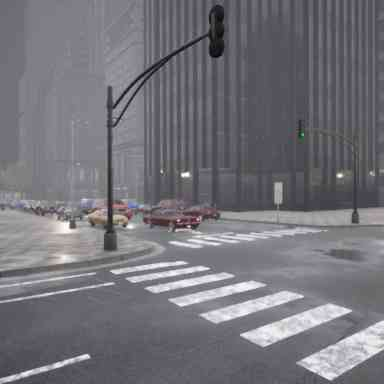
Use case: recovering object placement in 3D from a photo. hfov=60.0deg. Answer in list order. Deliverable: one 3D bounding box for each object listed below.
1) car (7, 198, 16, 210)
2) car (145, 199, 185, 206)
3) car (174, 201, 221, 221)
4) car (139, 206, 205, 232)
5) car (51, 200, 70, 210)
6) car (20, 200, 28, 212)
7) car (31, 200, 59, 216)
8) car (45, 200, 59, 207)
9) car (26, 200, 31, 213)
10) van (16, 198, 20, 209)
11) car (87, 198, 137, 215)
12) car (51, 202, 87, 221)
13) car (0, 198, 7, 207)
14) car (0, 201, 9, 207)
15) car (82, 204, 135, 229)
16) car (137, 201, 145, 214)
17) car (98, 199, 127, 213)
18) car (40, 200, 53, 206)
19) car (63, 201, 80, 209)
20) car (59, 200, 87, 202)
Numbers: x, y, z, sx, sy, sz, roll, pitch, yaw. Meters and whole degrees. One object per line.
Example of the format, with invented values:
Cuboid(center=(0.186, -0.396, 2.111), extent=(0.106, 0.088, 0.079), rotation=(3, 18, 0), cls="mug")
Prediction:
Cuboid(center=(-31.871, 2.350, 60.561), extent=(1.967, 1.590, 4.097), rotation=(-1, 0, -35), cls="car")
Cuboid(center=(-2.298, 1.661, 33.638), extent=(2.192, 1.841, 5.009), rotation=(-1, 0, -35), cls="car")
Cuboid(center=(0.647, 1.821, 29.486), extent=(1.887, 1.381, 4.507), rotation=(-1, 0, -35), cls="car")
Cuboid(center=(-1.458, 1.842, 22.336), extent=(1.895, 1.301, 4.718), rotation=(0, -1, -35), cls="car")
Cuboid(center=(-22.976, 2.265, 58.005), extent=(1.882, 1.535, 5.008), rotation=(0, -1, -35), cls="car")
Cuboid(center=(-23.283, 2.153, 48.463), extent=(1.967, 1.590, 4.097), rotation=(-1, 0, -35), cls="car")
Cuboid(center=(-17.631, 1.897, 40.495), extent=(2.192, 1.841, 5.009), rotation=(-1, 0, -35), cls="car")
Cuboid(center=(-31.648, 2.587, 74.979), extent=(1.947, 1.339, 4.313), rotation=(-1, 0, -35), cls="car")
Cuboid(center=(-20.454, 2.192, 44.479), extent=(1.887, 1.381, 4.507), rotation=(-1, 0, -35), cls="car")
Cuboid(center=(-26.114, 2.119, 52.447), extent=(1.690, 1.788, 3.998), rotation=(-1, 0, -35), cls="van")
Cuboid(center=(-7.520, 1.608, 30.875), extent=(2.150, 2.045, 5.566), rotation=(0, -1, -36), cls="car")
Cuboid(center=(-11.969, 2.000, 32.527), extent=(2.008, 1.369, 4.403), rotation=(-1, 0, -35), cls="car")
Cuboid(center=(-41.207, 2.662, 73.717), extent=(1.887, 1.381, 4.507), rotation=(-1, 0, -35), cls="car")
Cuboid(center=(-44.319, 2.766, 78.101), extent=(1.802, 1.307, 4.206), rotation=(-1, 0, -35), cls="car")
Cuboid(center=(-6.215, 1.839, 24.420), extent=(1.752, 1.417, 4.829), rotation=(-1, 0, -35), cls="car")
Cuboid(center=(-5.232, 1.997, 37.789), extent=(1.802, 1.307, 4.206), rotation=(-1, 0, -35), cls="car")
Cuboid(center=(-11.118, 1.868, 46.092), extent=(2.192, 1.841, 5.009), rotation=(-1, 0, -35), cls="car")
Cuboid(center=(-34.660, 2.653, 79.223), extent=(1.947, 1.339, 4.313), rotation=(-1, 0, -35), cls="car")
Cuboid(center=(-22.615, 2.399, 62.253), extent=(1.802, 1.307, 4.206), rotation=(-1, 0, -35), cls="car")
Cuboid(center=(-13.922, 2.080, 39.908), extent=(2.033, 1.411, 5.357), rotation=(0, 0, -35), cls="car")
